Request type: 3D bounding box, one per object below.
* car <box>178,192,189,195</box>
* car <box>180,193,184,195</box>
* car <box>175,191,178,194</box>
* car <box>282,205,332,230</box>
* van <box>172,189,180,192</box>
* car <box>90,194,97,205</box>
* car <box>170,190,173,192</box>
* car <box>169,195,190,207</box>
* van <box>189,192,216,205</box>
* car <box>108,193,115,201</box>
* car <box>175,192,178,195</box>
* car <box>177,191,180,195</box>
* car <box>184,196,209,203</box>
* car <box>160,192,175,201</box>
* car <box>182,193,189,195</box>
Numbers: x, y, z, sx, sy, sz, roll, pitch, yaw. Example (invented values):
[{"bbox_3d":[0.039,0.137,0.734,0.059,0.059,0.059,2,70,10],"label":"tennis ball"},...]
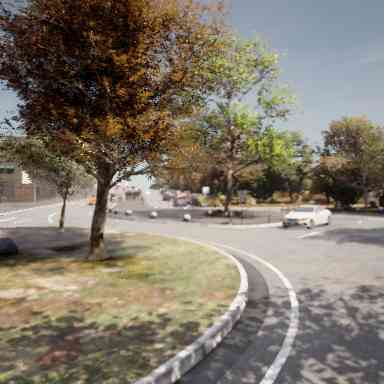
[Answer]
[{"bbox_3d":[0.019,1.409,74.566,5.008,1.535,2.097,0,1,-10],"label":"car"},{"bbox_3d":[0.471,1.470,71.828,4.892,1.521,2.231,0,1,-10],"label":"car"},{"bbox_3d":[-1.383,1.231,82.772,5.008,1.535,2.097,0,1,-10],"label":"car"},{"bbox_3d":[7.795,1.596,22.247,1.812,1.442,4.674,-2,0,43],"label":"car"},{"bbox_3d":[-2.189,0.889,88.261,4.442,1.987,1.878,0,1,-10],"label":"van"},{"bbox_3d":[-15.871,1.041,55.989,2.097,1.767,4.553,0,6,-10],"label":"car"},{"bbox_3d":[-3.263,1.027,93.712,4.792,1.488,2.163,0,1,-10],"label":"car"},{"bbox_3d":[-2.157,1.788,57.214,2.033,1.411,5.357,0,1,-10],"label":"car"},{"bbox_3d":[2.219,1.484,60.864,4.442,1.987,1.878,0,1,-10],"label":"van"},{"bbox_3d":[-19.304,1.175,75.747,2.128,1.511,4.902,0,1,-10],"label":"car"},{"bbox_3d":[-0.917,1.331,80.037,4.674,1.452,2.002,0,1,-10],"label":"car"},{"bbox_3d":[-0.418,1.225,77.304,4.553,1.767,2.185,0,1,-10],"label":"car"},{"bbox_3d":[0.969,1.559,69.100,4.792,1.488,2.163,0,1,-10],"label":"car"},{"bbox_3d":[-5.836,1.308,78.645,2.128,1.511,4.902,0,1,-10],"label":"car"},{"bbox_3d":[1.221,1.585,66.329,5.366,1.575,1.946,0,1,-10],"label":"car"}]
